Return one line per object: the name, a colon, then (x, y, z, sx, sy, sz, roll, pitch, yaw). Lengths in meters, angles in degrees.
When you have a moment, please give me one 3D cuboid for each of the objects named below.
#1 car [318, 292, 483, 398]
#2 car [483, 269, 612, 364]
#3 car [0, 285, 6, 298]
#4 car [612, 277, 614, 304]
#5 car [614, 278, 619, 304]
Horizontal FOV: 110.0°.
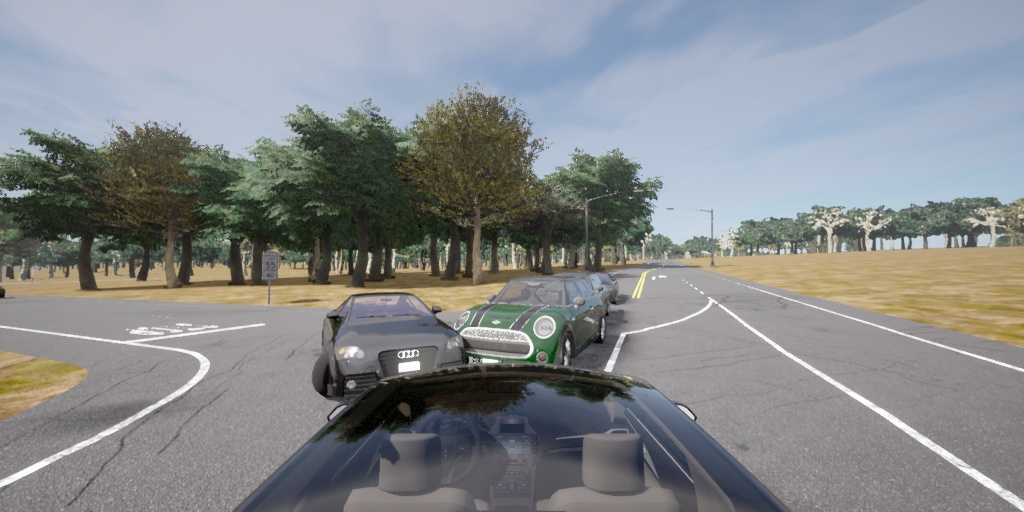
car: (-2.353, 1.375, 6.599, 1.994, 1.385, 4.181, 1, -2, -29)
car: (0.619, 1.217, 7.804, 2.097, 1.767, 4.553, -1, -2, 26)
car: (-40.858, 2.559, 27.364, 4.181, 1.385, 1.994, -2, -3, 22)
car: (2.026, 1.344, 12.117, 2.097, 1.767, 4.553, -1, -1, 21)
car: (4.220, 1.508, 17.844, 1.994, 1.385, 4.181, -1, 0, 19)
